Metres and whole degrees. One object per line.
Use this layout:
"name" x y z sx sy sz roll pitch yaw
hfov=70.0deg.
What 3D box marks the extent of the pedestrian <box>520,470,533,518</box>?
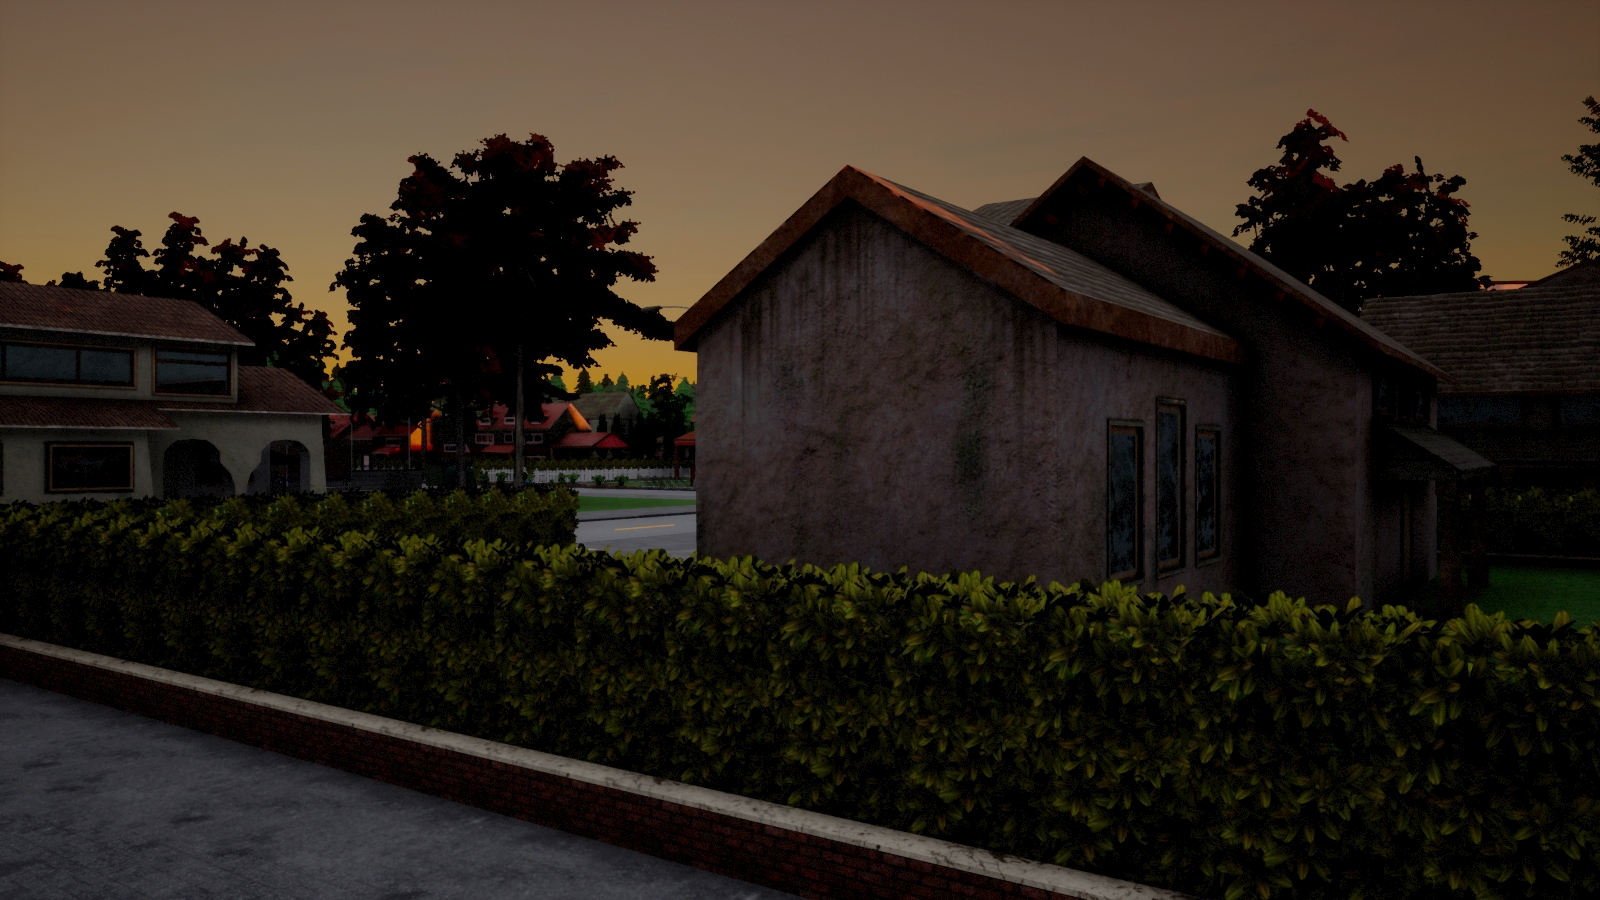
"pedestrian" -10.823 1.733 45.218 0.375 1.860 0.375 0 0 37
